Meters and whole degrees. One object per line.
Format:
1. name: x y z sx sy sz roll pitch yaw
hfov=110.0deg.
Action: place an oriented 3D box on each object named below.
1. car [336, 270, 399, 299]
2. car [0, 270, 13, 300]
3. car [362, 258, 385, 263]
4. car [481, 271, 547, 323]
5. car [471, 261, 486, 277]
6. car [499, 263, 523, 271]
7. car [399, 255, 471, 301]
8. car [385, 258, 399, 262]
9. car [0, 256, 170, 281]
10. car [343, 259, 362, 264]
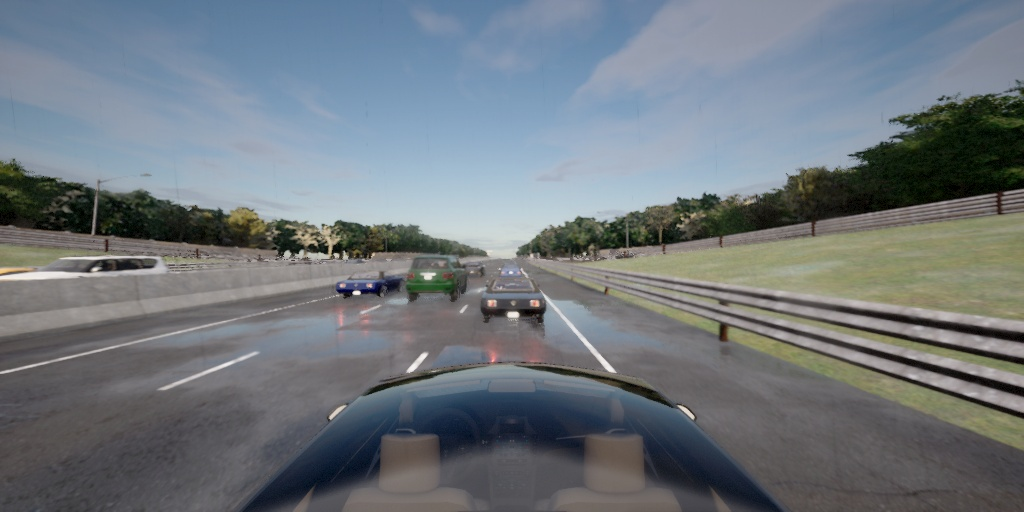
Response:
1. car: -7.007 1.372 18.378 1.895 1.301 4.718 0 0 0
2. car: -24.682 1.344 14.918 1.994 1.385 4.181 0 0 0
3. car: -21.440 1.138 56.817 2.097 1.767 4.553 0 0 0
4. car: 0.034 1.363 12.257 1.895 1.301 4.718 0 0 0
5. car: -3.629 1.268 35.004 2.128 1.511 4.902 0 0 0
6. car: -0.089 1.320 29.637 2.033 1.411 5.357 0 0 0
7. car: -3.502 0.990 17.555 2.150 2.045 5.566 0 0 0
8. car: -17.943 1.136 56.854 2.097 1.767 4.553 0 0 0
9. car: -17.685 0.998 15.125 2.150 2.045 5.566 0 0 0
10. car: -24.936 1.266 56.673 1.882 1.535 5.008 0 0 0
